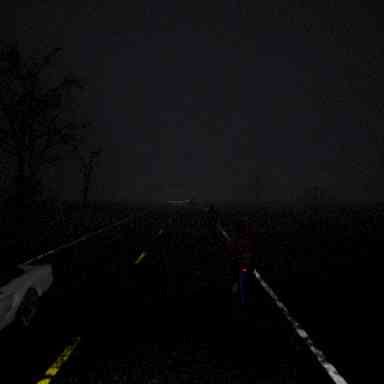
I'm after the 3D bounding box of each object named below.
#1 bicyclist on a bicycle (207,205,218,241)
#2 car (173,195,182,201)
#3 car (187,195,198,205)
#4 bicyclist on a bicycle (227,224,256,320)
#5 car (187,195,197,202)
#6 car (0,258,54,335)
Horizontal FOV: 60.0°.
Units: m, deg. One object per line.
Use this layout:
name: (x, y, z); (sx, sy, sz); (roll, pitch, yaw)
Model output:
bicyclist on a bicycle: (0.967, 1.435, 15.515); (0.582, 1.620, 1.656); (0, 0, 0)
car: (-3.484, 1.419, 77.204); (1.812, 1.442, 4.674); (0, 0, 0)
car: (0.113, 1.471, 58.826); (2.033, 1.411, 5.357); (0, 0, 0)
bicyclist on a bicycle: (0.965, 1.446, 6.362); (0.582, 1.620, 1.656); (0, 0, 0)
car: (0.015, 1.453, 73.757); (1.994, 1.385, 4.181); (0, 0, 0)
car: (-3.598, 1.596, 4.199); (1.895, 1.301, 4.718); (0, 0, 0)
